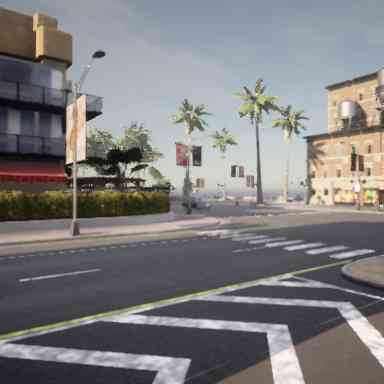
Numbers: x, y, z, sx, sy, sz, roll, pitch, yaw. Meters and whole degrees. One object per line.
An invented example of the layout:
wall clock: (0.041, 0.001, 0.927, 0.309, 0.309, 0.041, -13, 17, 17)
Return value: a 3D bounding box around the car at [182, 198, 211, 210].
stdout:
car: (0.599, 1.557, 43.946, 2.128, 1.511, 4.902, 0, 0, -35)
